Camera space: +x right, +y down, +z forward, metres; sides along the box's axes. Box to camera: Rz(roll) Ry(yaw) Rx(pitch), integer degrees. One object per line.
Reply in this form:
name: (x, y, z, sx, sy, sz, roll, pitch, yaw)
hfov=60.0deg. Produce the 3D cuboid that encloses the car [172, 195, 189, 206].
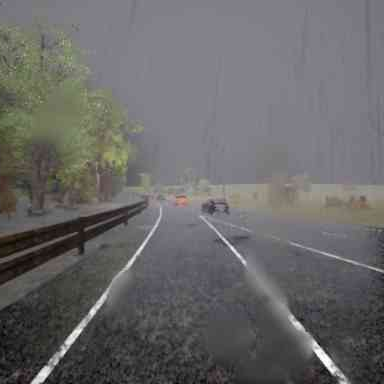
car: (-1.918, 1.328, 53.421, 2.097, 1.767, 4.553, 0, 0, -11)

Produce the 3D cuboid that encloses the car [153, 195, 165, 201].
car: (-7.901, 1.468, 82.945, 1.882, 1.535, 5.008, 0, 0, -11)

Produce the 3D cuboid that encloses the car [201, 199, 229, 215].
car: (2.236, 1.452, 32.929, 2.128, 1.511, 4.902, 0, 0, -11)
